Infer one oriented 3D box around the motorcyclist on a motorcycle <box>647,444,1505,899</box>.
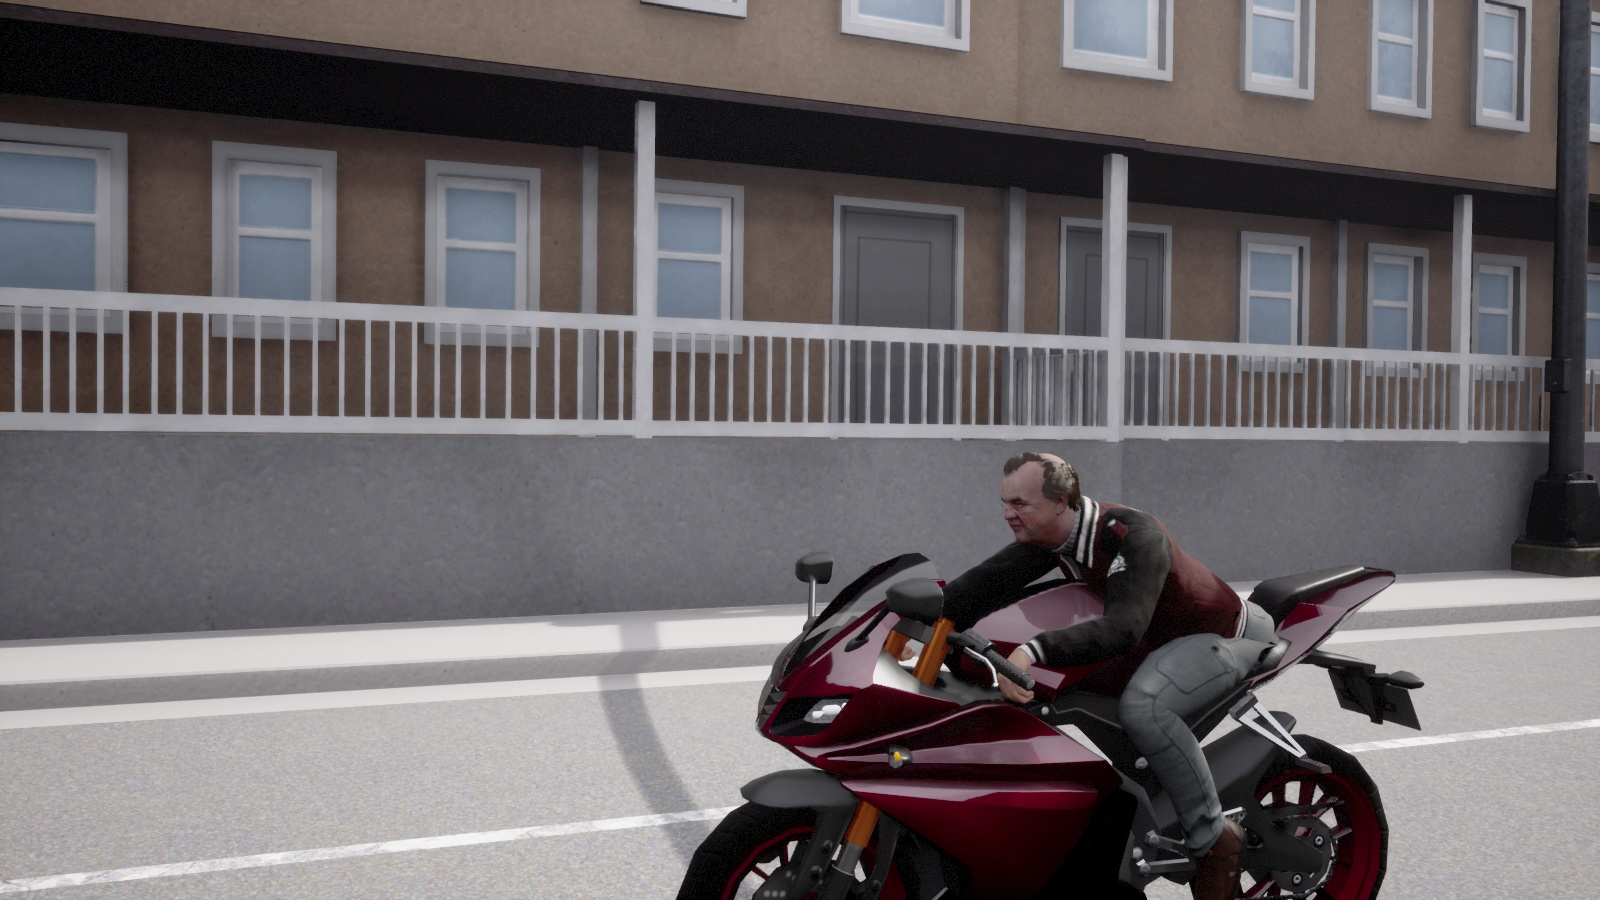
[{"bbox_3d":[0.755,0.768,3.489,2.191,1.530,0.866,-1,1,-19],"label":"motorcyclist on a motorcycle"}]
